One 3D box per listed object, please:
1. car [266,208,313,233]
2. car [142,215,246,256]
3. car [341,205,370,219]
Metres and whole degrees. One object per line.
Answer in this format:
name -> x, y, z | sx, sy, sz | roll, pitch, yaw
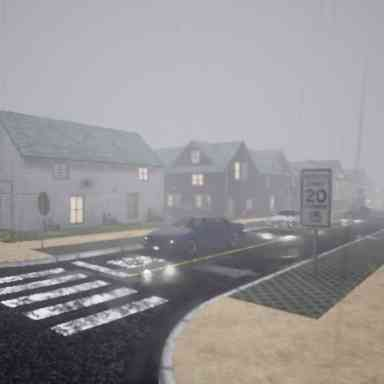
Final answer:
car -> 6.666, 1.833, 22.236 | 1.812, 1.442, 4.674 | 1, 0, 39
car -> 0.353, 1.745, 14.545 | 2.033, 1.411, 5.357 | 1, 0, 40
car -> 17.607, 2.054, 35.558 | 2.033, 1.411, 5.357 | 1, 0, 40
